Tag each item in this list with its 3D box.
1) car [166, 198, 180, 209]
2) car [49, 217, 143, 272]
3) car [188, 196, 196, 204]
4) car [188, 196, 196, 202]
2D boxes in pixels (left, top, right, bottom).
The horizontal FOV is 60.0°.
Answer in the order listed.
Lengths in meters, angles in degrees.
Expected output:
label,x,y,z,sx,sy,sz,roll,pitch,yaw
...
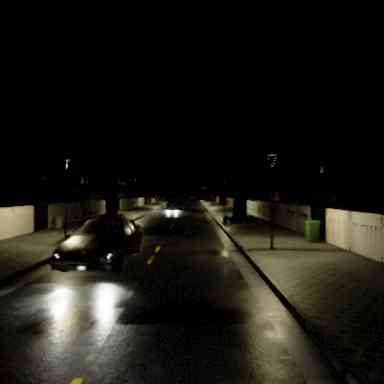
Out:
label,x,y,z,sx,sy,sz,roll,pitch,yaw
car,-2.749,1.690,49.026,2.128,1.511,4.902,0,0,0
car,-2.841,1.580,11.211,2.033,1.411,5.357,0,0,0
car,0.001,1.777,71.639,2.033,1.411,5.357,0,0,0
car,0.000,1.664,82.060,2.128,1.511,4.902,0,0,0
